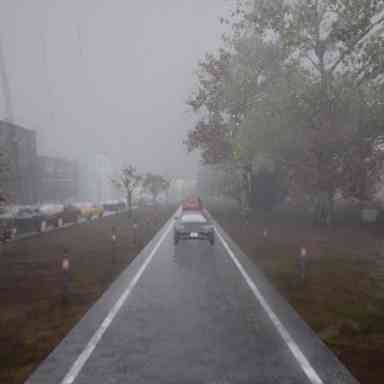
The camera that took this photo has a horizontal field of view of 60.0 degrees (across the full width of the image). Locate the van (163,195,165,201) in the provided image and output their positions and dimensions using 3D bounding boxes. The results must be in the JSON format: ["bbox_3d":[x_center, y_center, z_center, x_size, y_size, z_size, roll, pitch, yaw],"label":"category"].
[{"bbox_3d":[-9.141,1.757,89.791,1.878,1.987,4.442,0,-2,-3],"label":"van"}]

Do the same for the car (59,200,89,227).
[{"bbox_3d":[-9.020,1.486,22.300,2.097,1.535,5.008,0,-1,2],"label":"car"}]

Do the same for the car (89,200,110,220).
[{"bbox_3d":[-9.039,1.515,28.681,1.946,1.575,5.366,0,0,2],"label":"car"}]

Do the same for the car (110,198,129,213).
[{"bbox_3d":[-9.050,1.590,38.934,2.097,1.535,5.008,0,-1,2],"label":"car"}]

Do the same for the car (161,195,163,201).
[{"bbox_3d":[-9.127,1.959,83.276,2.163,1.488,4.792,0,-2,-2],"label":"car"}]

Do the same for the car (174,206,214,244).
[{"bbox_3d":[0.091,1.658,16.388,1.812,1.442,4.674,0,0,0],"label":"car"}]

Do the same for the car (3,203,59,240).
[{"bbox_3d":[-9.010,1.448,16.744,2.231,1.521,4.892,0,0,2],"label":"car"}]

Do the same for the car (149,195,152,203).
[{"bbox_3d":[-9.089,1.806,61.110,2.002,1.452,4.674,0,0,0],"label":"car"}]

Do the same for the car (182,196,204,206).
[{"bbox_3d":[0.080,1.448,36.374,2.150,2.045,5.566,0,0,0],"label":"car"}]

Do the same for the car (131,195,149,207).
[{"bbox_3d":[-9.077,1.473,54.367,2.435,2.045,5.566,0,0,1],"label":"car"}]

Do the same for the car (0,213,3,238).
[{"bbox_3d":[-9.000,1.389,11.203,2.097,1.535,5.008,0,0,2],"label":"car"}]

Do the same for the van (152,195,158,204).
[{"bbox_3d":[-9.114,1.632,72.082,1.878,1.987,4.442,0,0,2],"label":"van"}]

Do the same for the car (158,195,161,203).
[{"bbox_3d":[-9.119,1.883,77.766,2.231,1.521,4.892,0,-2,-2],"label":"car"}]

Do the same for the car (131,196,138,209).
[{"bbox_3d":[-9.060,1.618,44.481,2.097,1.535,5.008,0,-1,2],"label":"car"}]
